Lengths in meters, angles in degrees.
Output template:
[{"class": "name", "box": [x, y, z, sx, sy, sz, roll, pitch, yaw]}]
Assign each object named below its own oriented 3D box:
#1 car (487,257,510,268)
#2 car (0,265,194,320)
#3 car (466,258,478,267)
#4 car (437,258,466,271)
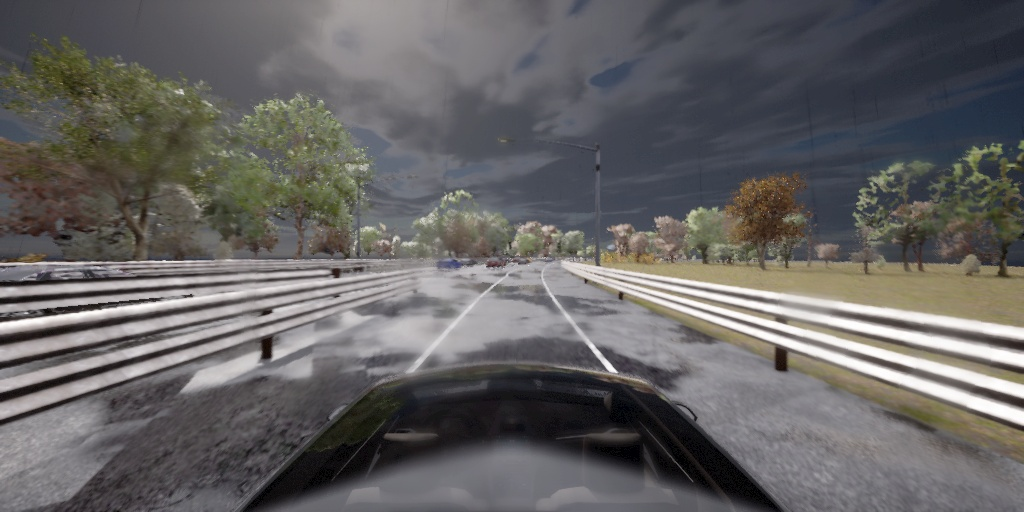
[{"class": "car", "box": [-2.282, 0.937, 54.783, 2.097, 1.767, 4.553, 0, 0, 12]}, {"class": "car", "box": [-10.911, 0.965, 9.021, 2.128, 1.511, 4.902, 0, 0, 9]}, {"class": "car", "box": [-7.549, 1.134, 63.306, 2.033, 1.411, 5.357, 0, 0, 13]}, {"class": "car", "box": [-7.832, 1.028, 45.491, 1.882, 1.535, 5.008, 0, 0, 12]}]
